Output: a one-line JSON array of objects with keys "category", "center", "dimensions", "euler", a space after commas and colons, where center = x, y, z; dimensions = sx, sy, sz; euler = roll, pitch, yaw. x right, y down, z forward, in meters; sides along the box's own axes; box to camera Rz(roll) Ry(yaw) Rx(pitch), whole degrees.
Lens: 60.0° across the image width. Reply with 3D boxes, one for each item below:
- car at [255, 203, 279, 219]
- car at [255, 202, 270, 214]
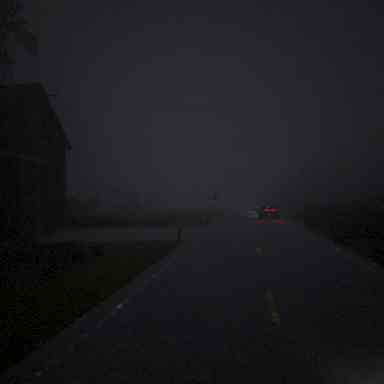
[{"category": "car", "center": [7.920, 2.009, 34.630], "dimensions": [2.128, 1.511, 4.902], "euler": [-1, -1, 9]}, {"category": "car", "center": [9.880, 2.238, 46.646], "dimensions": [1.812, 1.442, 4.674], "euler": [-1, -1, 9]}]
